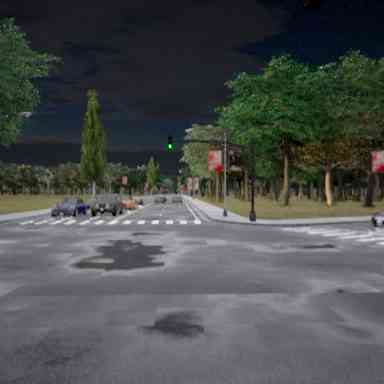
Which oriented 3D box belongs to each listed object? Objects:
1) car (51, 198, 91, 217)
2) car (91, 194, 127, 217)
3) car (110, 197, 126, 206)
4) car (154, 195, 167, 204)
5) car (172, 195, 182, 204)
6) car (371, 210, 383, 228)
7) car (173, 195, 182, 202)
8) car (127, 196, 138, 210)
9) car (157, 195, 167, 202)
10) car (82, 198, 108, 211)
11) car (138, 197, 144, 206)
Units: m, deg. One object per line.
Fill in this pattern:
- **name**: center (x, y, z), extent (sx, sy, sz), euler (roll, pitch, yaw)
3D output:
- **car**: center (-11.188, 1.318, 30.574), extent (2.097, 1.767, 4.553), euler (0, 0, -2)
- **car**: center (-7.986, 1.189, 31.819), extent (2.150, 2.045, 5.566), euler (0, 0, -2)
- **car**: center (-12.228, 1.556, 55.218), extent (1.895, 1.301, 4.718), euler (0, 0, -2)
- **car**: center (-5.992, 1.454, 61.982), extent (2.128, 1.511, 4.902), euler (0, 0, -3)
- **car**: center (-2.745, 1.456, 62.125), extent (2.128, 1.511, 4.902), euler (0, 0, -3)
- **car**: center (13.687, 1.562, 21.382), extent (4.902, 1.511, 2.128), euler (0, 0, -25)
- **car**: center (-3.205, 1.400, 72.562), extent (1.895, 1.301, 4.718), euler (0, 0, -3)
- **car**: center (-8.407, 1.313, 41.484), extent (2.097, 1.767, 4.553), euler (0, 0, -2)
- **car**: center (-6.452, 1.397, 72.419), extent (1.895, 1.301, 4.718), euler (0, 0, -3)
- **car**: center (-11.604, 1.465, 40.125), extent (1.837, 1.490, 4.892), euler (0, 0, -2)
- **car**: center (-8.928, 1.483, 54.070), extent (1.812, 1.442, 4.674), euler (0, 0, -2)
